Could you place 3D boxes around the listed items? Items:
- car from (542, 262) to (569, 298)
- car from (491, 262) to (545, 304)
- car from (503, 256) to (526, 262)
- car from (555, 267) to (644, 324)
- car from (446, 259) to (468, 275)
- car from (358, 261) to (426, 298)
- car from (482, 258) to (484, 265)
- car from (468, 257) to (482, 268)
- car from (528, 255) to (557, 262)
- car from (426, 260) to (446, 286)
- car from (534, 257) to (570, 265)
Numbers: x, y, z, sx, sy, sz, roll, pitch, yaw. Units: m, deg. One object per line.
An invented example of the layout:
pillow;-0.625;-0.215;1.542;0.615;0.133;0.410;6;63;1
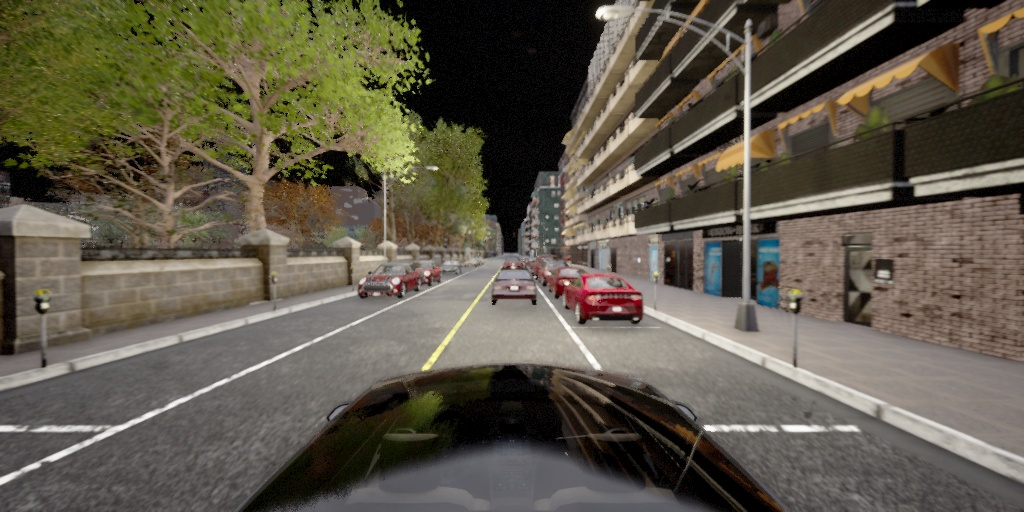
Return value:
car;2.693;1.163;17.053;1.888;1.381;4.507;0;0;0
car;0.095;1.179;15.478;2.033;1.411;5.357;0;1;0
car;0.099;0.801;37.352;2.097;1.767;4.553;0;0;0
car;2.693;1.211;11.423;1.888;1.381;4.507;0;0;0
car;-5.685;1.029;33.943;2.007;1.370;4.403;0;0;0
car;-5.687;1.059;17.054;1.967;1.591;4.097;0;0;0
car;-5.682;0.849;56.463;2.007;1.370;4.403;0;0;0
car;-5.683;0.868;50.663;1.751;1.417;4.829;0;0;0
car;2.695;0.839;28.312;2.192;1.841;5.009;0;0;0
car;-5.686;1.012;22.682;1.967;1.591;4.097;0;0;0
car;2.695;1.011;22.682;1.967;1.591;4.097;0;0;0
